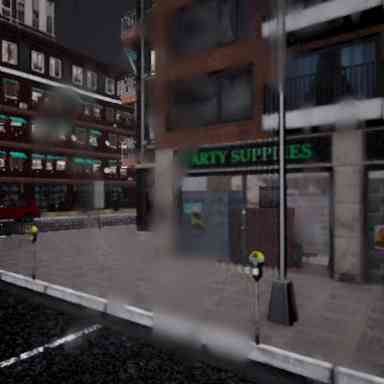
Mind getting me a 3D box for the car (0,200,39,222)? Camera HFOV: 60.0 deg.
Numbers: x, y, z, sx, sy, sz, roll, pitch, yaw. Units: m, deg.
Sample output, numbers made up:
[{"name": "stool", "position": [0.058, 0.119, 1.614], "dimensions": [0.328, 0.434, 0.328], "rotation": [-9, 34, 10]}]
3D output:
[{"name": "car", "position": [-14.903, 1.570, 26.744], "dimensions": [2.192, 1.841, 5.009], "rotation": [-1, -2, 35]}]
